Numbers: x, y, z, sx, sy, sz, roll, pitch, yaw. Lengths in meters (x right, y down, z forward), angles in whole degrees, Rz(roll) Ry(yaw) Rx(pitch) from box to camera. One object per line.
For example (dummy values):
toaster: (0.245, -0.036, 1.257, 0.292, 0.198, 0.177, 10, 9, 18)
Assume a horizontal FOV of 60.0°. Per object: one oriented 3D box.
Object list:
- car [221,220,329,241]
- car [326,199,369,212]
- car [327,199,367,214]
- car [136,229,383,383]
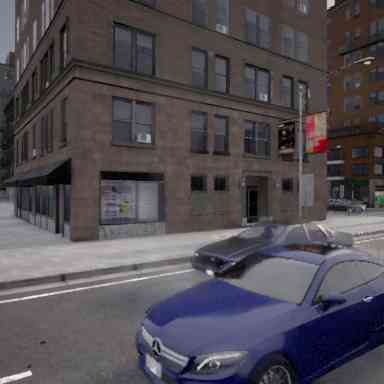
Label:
car: (2.593, 1.547, 9.532, 5.357, 1.411, 2.033, 0, 0, -36)
car: (18.726, 1.577, 40.137, 1.947, 1.339, 4.313, 0, 0, -35)
car: (15.654, 1.482, 34.977, 2.128, 1.511, 4.902, 0, 0, -35)
car: (1.502, 1.525, 4.758, 4.674, 1.442, 1.812, 0, 0, -36)
